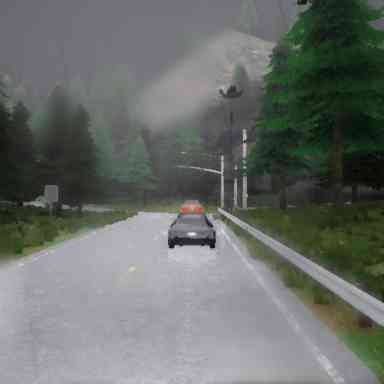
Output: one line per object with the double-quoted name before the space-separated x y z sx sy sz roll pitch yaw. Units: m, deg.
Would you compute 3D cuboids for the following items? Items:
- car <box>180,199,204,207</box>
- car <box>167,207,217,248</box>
"car" 0.000 1.365 29.620 2.097 1.767 4.553 0 0 0
"car" 0.000 1.571 14.650 1.994 1.385 4.181 0 0 0
